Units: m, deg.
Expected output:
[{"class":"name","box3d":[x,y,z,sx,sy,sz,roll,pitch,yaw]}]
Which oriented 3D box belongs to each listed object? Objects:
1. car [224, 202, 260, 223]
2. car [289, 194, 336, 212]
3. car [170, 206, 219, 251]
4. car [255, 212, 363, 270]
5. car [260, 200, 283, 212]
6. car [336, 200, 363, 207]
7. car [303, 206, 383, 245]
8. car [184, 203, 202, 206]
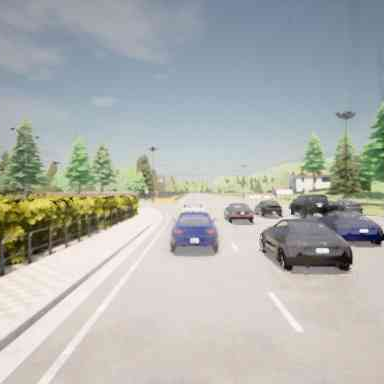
[{"class":"car","box3d":[3.583,1.562,26.029,2.033,1.411,5.357,0,0,0]},{"class":"car","box3d":[10.590,1.239,30.240,2.150,2.045,5.566,0,0,0]},{"class":"car","box3d":[0.093,1.533,13.920,1.812,1.442,4.674,0,0,0]},{"class":"car","box3d":[3.580,1.571,11.108,1.994,1.385,4.181,0,0,0]},{"class":"car","box3d":[7.091,1.523,31.158,1.837,1.490,4.892,0,0,0]},{"class":"car","box3d":[14.091,1.509,31.096,2.128,1.511,4.902,0,0,0]},{"class":"car","box3d":[7.091,1.572,15.712,1.994,1.385,4.181,0,0,0]},{"class":"car","box3d":[0.090,1.617,29.513,1.895,1.301,4.718,0,0,0]}]
